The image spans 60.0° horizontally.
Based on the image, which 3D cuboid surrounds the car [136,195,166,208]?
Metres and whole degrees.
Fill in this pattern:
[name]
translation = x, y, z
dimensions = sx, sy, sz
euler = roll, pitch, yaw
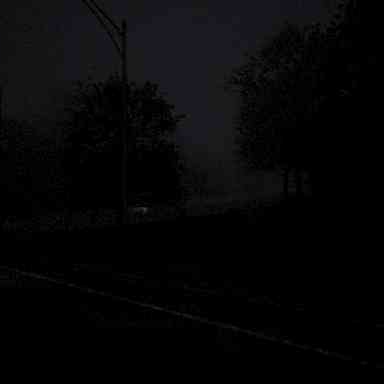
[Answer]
[car]
translation = -5.599, 1.127, 45.692
dimensions = 2.097, 1.767, 4.553
euler = -1, 2, 39
